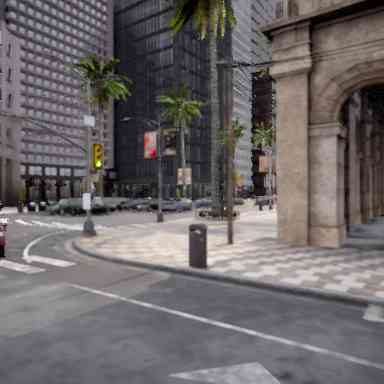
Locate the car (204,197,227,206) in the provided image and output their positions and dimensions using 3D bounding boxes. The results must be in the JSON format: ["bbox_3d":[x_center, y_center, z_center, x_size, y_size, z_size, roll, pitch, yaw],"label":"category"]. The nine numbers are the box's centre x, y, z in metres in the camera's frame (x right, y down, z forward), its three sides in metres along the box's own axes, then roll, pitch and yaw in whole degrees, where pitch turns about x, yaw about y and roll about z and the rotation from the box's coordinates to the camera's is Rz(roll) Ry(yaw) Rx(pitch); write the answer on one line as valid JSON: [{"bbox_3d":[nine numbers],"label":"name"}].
[{"bbox_3d":[4.257,1.634,59.002,1.812,1.442,4.674,0,0,36],"label":"car"}]

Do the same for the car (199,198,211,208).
[{"bbox_3d":[1.046,1.622,48.582,1.812,1.442,4.674,0,0,36],"label":"car"}]

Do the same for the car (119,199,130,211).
[{"bbox_3d":[-7.478,1.657,42.730,2.033,1.411,5.357,0,0,36],"label":"car"}]

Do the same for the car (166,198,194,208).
[{"bbox_3d":[-1.779,1.635,50.648,1.812,1.442,4.674,0,0,35],"label":"car"}]

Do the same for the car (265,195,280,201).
[{"bbox_3d":[21.562,1.599,88.892,2.231,1.521,4.892,0,0,35],"label":"car"}]

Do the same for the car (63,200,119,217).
[{"bbox_3d":[-9.989,1.699,33.225,1.895,1.301,4.718,0,0,36],"label":"car"}]

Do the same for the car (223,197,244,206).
[{"bbox_3d":[7.038,1.643,56.872,2.033,1.411,5.357,0,0,36],"label":"car"}]

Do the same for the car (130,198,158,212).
[{"bbox_3d":[-4.701,1.589,40.592,2.128,1.511,4.902,0,0,36],"label":"car"}]

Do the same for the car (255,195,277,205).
[{"bbox_3d":[13.044,1.434,59.033,2.097,1.767,4.553,0,0,35],"label":"car"}]

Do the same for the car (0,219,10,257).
[{"bbox_3d":[-7.968,1.650,12.485,1.895,1.301,4.718,0,0,-28],"label":"car"}]

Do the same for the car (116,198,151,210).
[{"bbox_3d":[-8.163,1.634,47.075,2.161,1.482,4.786,0,0,35],"label":"car"}]

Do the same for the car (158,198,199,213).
[{"bbox_3d":[-1.538,1.648,38.653,1.994,1.385,4.181,0,0,36],"label":"car"}]

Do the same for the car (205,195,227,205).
[{"bbox_3d":[4.683,1.473,64.851,2.185,1.767,4.553,0,0,35],"label":"car"}]

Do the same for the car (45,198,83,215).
[{"bbox_3d":[-12.999,1.463,35.037,2.097,1.767,4.553,0,0,36],"label":"car"}]
